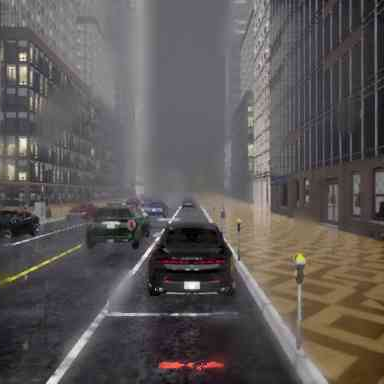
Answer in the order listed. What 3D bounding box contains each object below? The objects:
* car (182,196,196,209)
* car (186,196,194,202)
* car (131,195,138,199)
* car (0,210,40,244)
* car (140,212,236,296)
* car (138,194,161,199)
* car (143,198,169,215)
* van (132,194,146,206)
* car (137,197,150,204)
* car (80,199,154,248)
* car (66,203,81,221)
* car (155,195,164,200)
[{"bbox_3d":[-0.452,1.548,44.248,1.947,1.339,4.313,0,0,0],"label":"car"},{"bbox_3d":[-0.452,1.533,78.399,1.802,1.307,4.206,0,0,0],"label":"car"},{"bbox_3d":[-8.832,1.523,49.953,1.887,1.381,4.507,0,0,0],"label":"car"},{"bbox_3d":[-8.833,1.563,15.800,1.947,1.339,4.313,0,0,0],"label":"car"},{"bbox_3d":[0.000,1.503,8.649,1.837,1.490,4.892,0,0,0],"label":"car"},{"bbox_3d":[-6.148,1.329,48.614,2.097,1.767,4.553,0,0,0],"label":"car"},{"bbox_3d":[-3.144,1.538,29.932,2.033,1.411,5.357,0,0,0],"label":"car"},{"bbox_3d":[-8.831,1.315,55.646,1.690,1.788,3.998,0,0,0],"label":"van"},{"bbox_3d":[-8.832,1.550,61.338,1.802,1.307,4.206,0,0,0],"label":"car"},{"bbox_3d":[-3.143,1.348,15.015,2.097,1.767,4.553,0,0,0],"label":"car"},{"bbox_3d":[-8.832,1.575,27.183,1.802,1.307,4.206,0,0,0],"label":"car"},{"bbox_3d":[-8.832,1.504,89.799,1.947,1.339,4.313,0,0,0],"label":"car"}]
